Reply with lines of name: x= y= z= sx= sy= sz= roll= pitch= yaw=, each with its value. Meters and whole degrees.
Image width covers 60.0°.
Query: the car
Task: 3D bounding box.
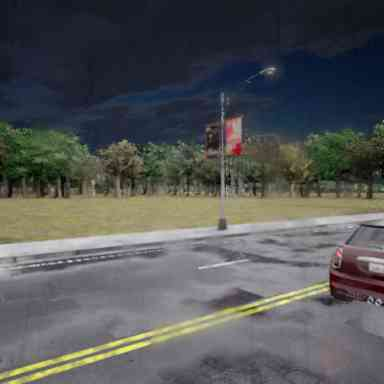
car: x=4.926 y=1.323 z=6.954 sx=4.553 sy=1.767 sz=2.097 roll=0 pitch=0 yaw=-36
